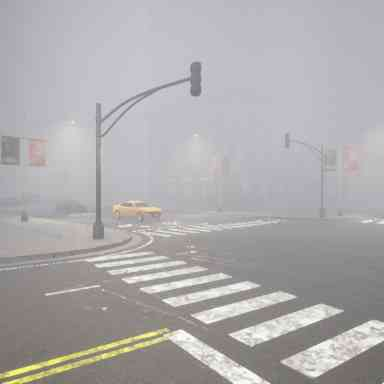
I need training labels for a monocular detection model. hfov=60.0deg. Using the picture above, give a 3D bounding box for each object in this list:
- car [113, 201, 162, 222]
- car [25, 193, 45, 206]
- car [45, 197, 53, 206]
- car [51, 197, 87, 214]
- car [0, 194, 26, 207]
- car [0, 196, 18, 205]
[{"bbox_3d":[-4.416,1.468,26.702,1.882,1.535,5.008,0,0,-45],"label":"car"},{"bbox_3d":[-26.122,1.198,53.350,5.566,2.045,2.150,0,0,45],"label":"car"},{"bbox_3d":[-23.096,1.546,54.929,4.181,1.385,1.994,0,0,44],"label":"car"},{"bbox_3d":[-12.819,1.548,35.129,1.994,1.385,4.181,0,0,-45],"label":"car"},{"bbox_3d":[-26.832,1.482,49.285,1.837,1.490,4.892,0,-1,-45],"label":"car"},{"bbox_3d":[-33.703,1.532,60.944,1.994,1.385,4.181,0,0,-45],"label":"car"}]
